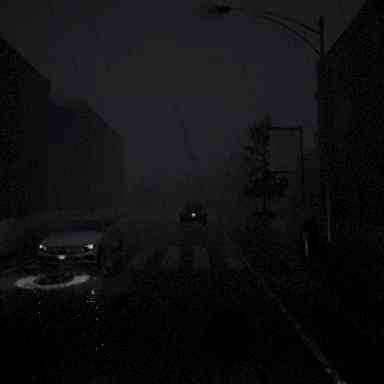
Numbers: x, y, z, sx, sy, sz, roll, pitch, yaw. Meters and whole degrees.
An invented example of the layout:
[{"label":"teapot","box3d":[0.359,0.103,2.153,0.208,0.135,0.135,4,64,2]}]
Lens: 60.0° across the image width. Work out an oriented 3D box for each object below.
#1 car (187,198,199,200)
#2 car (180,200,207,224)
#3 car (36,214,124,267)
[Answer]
[{"label":"car","box3d":[0.113,1.489,42.430,1.882,1.535,5.008,0,0,0]},{"label":"car","box3d":[0.108,1.569,25.066,1.994,1.385,4.181,0,0,0]},{"label":"car","box3d":[-3.592,1.528,11.493,1.812,1.442,4.674,0,0,0]}]
